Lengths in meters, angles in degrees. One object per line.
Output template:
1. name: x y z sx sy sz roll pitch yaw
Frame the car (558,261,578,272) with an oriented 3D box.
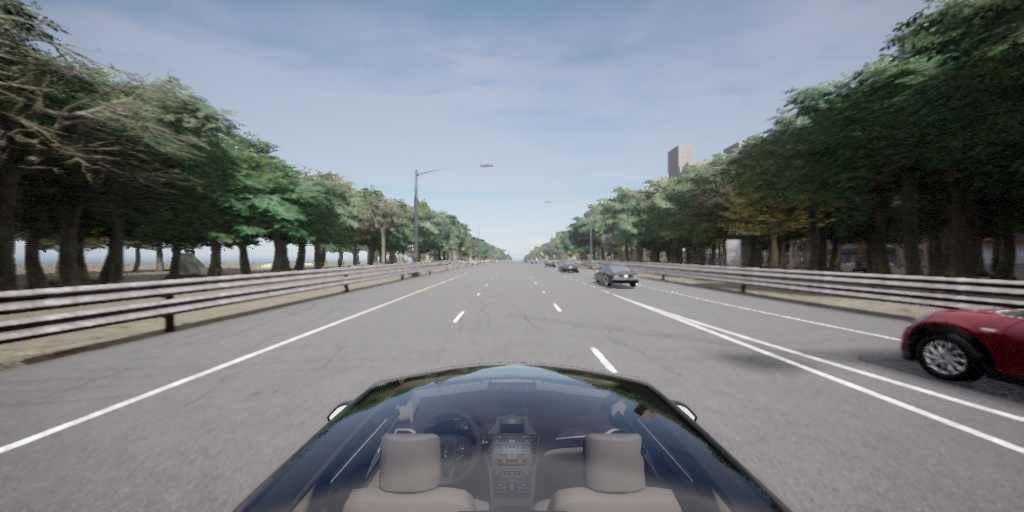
1. car: 7.022 1.334 45.336 1.994 1.385 4.181 0 0 -1

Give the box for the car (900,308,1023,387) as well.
1. car: 8.095 1.112 4.467 2.097 1.767 4.553 0 0 -8

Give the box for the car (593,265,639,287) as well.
1. car: 7.030 1.297 24.633 2.033 1.411 5.357 0 0 0
